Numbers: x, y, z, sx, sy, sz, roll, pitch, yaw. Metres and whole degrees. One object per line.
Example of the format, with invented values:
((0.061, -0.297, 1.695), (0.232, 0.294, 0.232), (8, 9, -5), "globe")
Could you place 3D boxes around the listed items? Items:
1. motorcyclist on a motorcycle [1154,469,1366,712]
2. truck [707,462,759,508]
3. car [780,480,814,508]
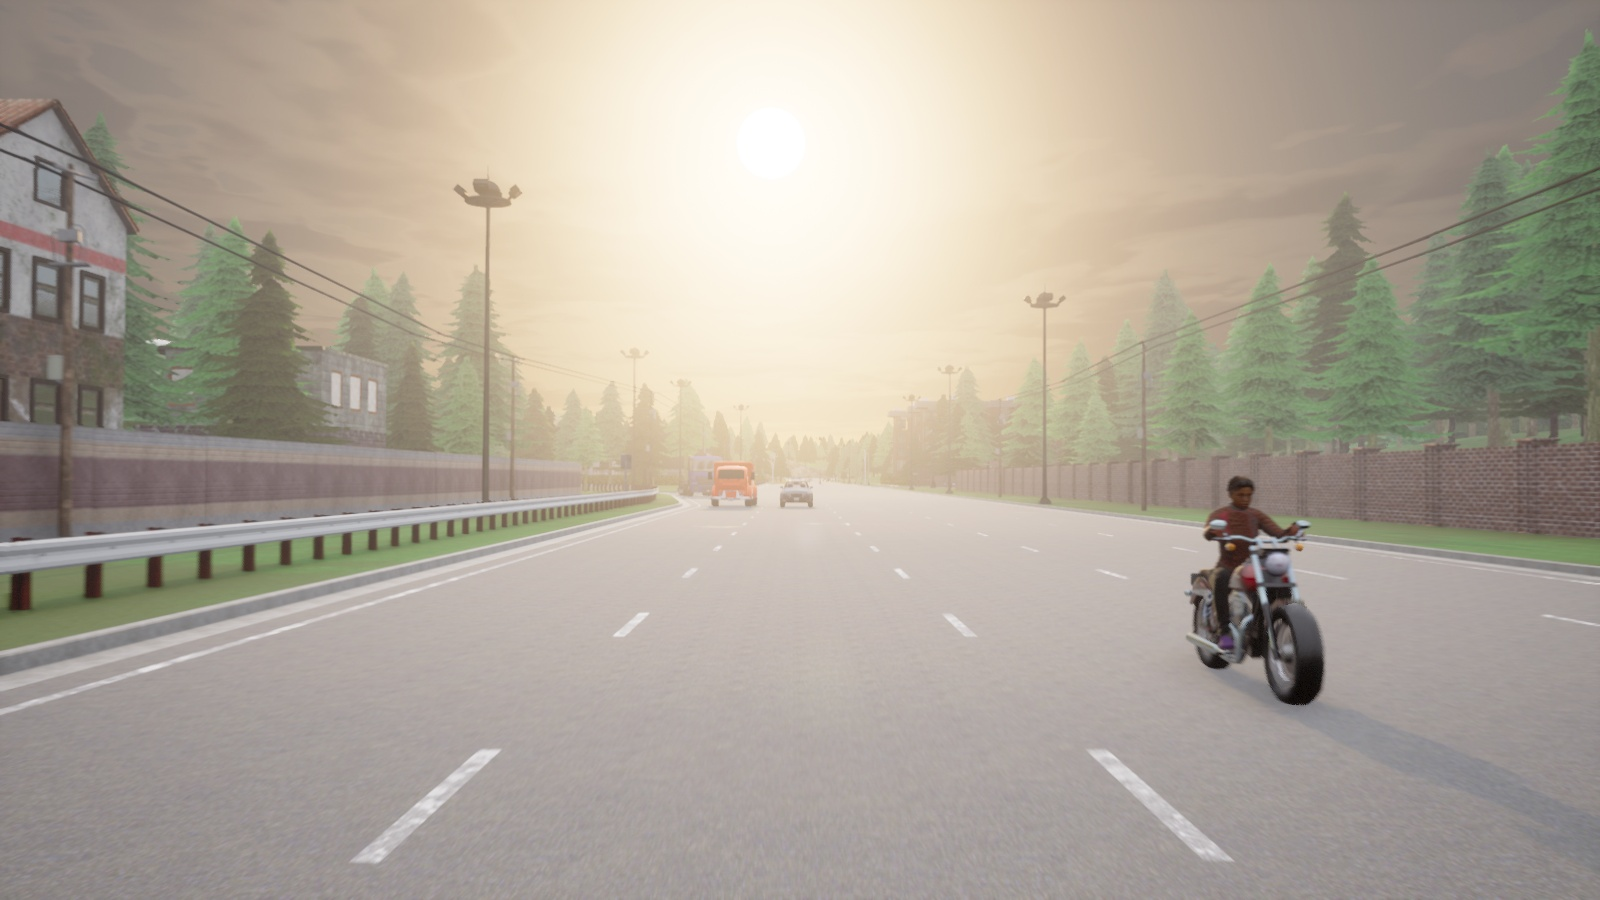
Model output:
((3.475, 0.982, 9.759), (0.766, 1.649, 2.350), (0, -1, 0), "motorcyclist on a motorcycle")
((-3.678, 1.933, 69.810), (2.627, 2.467, 5.204), (0, -1, 0), "truck")
((-0.172, 2.383, 68.182), (1.816, 1.474, 4.193), (0, -1, 0), "car")
